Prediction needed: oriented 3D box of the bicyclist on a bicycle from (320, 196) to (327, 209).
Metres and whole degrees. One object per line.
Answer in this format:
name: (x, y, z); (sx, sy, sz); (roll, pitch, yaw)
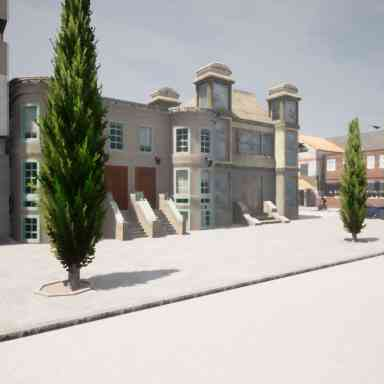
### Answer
bicyclist on a bicycle: (16.051, 1.349, 40.717); (1.656, 1.620, 0.582); (0, 0, -35)

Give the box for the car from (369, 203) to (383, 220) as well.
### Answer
car: (14.874, 1.564, 27.878); (1.994, 1.385, 4.181); (0, 0, -35)
